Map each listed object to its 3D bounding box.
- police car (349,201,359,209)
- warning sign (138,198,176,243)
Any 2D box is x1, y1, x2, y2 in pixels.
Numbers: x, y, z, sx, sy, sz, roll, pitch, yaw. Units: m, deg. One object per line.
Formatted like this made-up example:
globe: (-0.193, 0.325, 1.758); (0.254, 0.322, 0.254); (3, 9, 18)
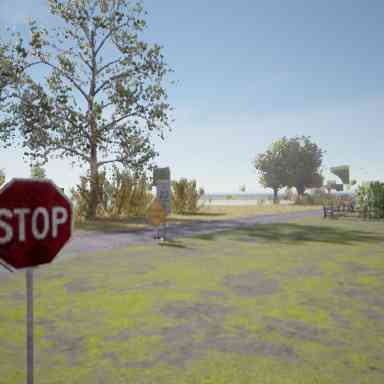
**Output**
police car: (31.799, 2.526, 64.848); (1.930, 1.638, 5.238); (-1, -2, 35)
warning sign: (-1.561, 1.223, 14.811); (1.300, 1.860, 1.060); (0, 0, 35)
